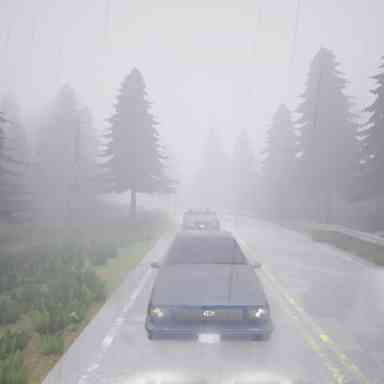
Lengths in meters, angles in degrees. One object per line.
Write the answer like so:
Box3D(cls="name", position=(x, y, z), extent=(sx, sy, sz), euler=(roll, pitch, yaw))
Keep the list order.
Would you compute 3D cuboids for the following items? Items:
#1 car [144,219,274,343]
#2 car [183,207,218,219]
Box3D(cls="car", position=(0.278, 1.557, 7.080), extent=(2.033, 1.411, 5.357), euler=(0, 0, 1))
Box3D(cls="car", position=(0.463, 1.584, 19.165), extent=(1.994, 1.385, 4.181), euler=(0, 0, -2))
